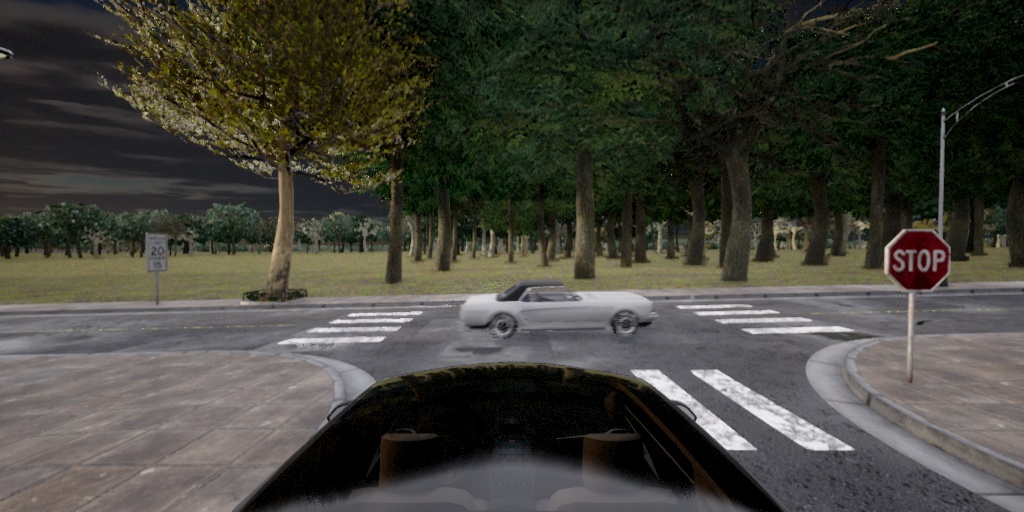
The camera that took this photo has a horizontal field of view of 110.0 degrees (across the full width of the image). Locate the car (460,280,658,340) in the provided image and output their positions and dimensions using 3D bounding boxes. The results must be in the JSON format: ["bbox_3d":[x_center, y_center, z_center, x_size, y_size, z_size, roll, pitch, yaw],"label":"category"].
[{"bbox_3d":[1.130,1.280,9.246,4.718,1.301,1.895,-1,1,0],"label":"car"}]
